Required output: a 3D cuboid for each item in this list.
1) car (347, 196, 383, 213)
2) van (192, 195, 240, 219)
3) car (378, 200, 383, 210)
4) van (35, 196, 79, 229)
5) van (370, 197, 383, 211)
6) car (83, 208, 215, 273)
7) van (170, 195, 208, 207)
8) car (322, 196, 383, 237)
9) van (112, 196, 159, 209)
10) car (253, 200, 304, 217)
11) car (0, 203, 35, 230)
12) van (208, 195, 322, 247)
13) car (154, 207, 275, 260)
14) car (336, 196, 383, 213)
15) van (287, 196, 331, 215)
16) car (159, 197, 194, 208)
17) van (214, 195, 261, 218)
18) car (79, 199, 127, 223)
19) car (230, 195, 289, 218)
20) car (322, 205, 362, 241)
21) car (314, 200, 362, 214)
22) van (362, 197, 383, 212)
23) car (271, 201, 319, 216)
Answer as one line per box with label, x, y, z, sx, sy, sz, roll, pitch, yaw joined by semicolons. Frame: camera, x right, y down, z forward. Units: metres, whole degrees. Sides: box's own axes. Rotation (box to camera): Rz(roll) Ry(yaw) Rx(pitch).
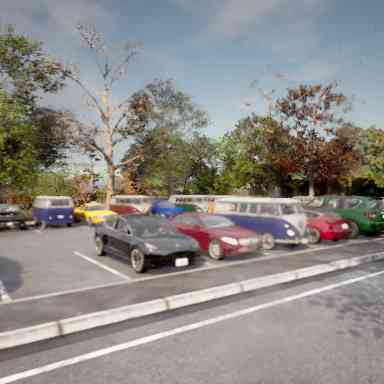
car;24.711;1.678;45.886;2.435;2.045;5.566;1;-1;-35
van;2.070;1.296;29.926;1.878;1.987;4.442;1;-1;-35
car;31.455;2.052;50.733;2.097;1.535;5.008;1;-1;-35
van;-9.196;1.253;21.898;1.878;1.987;4.442;0;0;-35
van;29.137;1.786;49.218;1.878;1.987;4.442;1;-1;-35
car;-1.663;1.508;11.025;2.163;1.488;4.792;0;0;-36
van;-0.159;1.253;28.052;1.878;1.987;4.442;0;0;-35
car;7.335;1.228;17.509;2.435;2.045;5.566;1;-1;-35
van;-4.549;1.245;24.922;1.878;1.987;4.442;0;0;-35
car;8.904;1.644;34.648;2.097;1.535;5.008;1;-1;-35
car;-11.380;1.483;20.190;2.231;1.521;4.892;0;0;-35
van;2.910;1.245;14.177;1.878;1.987;4.442;0;0;-35
car;0.580;1.515;12.663;2.002;1.452;4.674;0;0;-35
car;22.455;1.638;44.278;2.435;2.045;5.566;1;-1;-35
van;13.246;1.498;37.892;1.878;1.987;4.442;1;-1;-35
car;-2.364;1.467;26.630;2.097;1.535;5.008;0;0;-35
van;4.223;1.335;31.462;1.878;1.987;4.442;1;-1;-35
car;-6.764;1.472;23.261;1.946;1.575;5.366;0;0;-36
car;6.564;1.350;32.952;2.435;2.045;5.566;1;-1;-35
car;5.091;1.497;15.911;2.163;1.488;4.792;0;0;-35
car;17.927;1.807;41.078;2.097;1.535;5.008;1;-1;-35
van;27.017;1.745;47.421;1.878;1.987;4.442;1;-1;-35
car;11.158;1.725;36.258;2.002;1.452;4.674;1;-1;-35
